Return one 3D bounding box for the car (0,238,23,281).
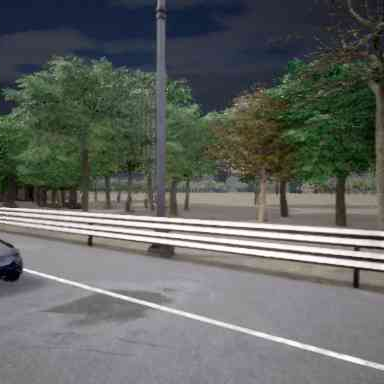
[{"bbox_3d":[-6.226,1.568,8.660,4.181,1.385,1.994,0,0,37],"label":"car"}]
